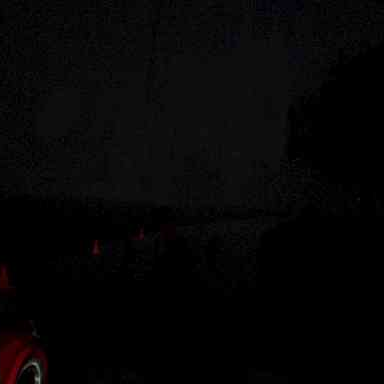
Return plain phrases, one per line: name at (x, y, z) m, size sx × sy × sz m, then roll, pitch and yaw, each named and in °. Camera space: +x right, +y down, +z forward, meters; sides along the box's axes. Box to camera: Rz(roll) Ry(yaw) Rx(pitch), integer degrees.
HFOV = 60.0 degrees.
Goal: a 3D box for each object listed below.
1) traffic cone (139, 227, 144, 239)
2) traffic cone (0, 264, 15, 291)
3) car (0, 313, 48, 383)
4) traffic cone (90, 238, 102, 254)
traffic cone at (-2.743, 2.213, 18.050) m, size 0.340 × 0.580 × 0.340 m, roll 0°, pitch -1°, yaw 13°
traffic cone at (-4.450, 2.011, 7.872) m, size 0.340 × 0.580 × 0.340 m, roll 0°, pitch -1°, yaw 6°
car at (-2.561, 1.564, 1.809) m, size 1.994 × 1.385 × 4.181 m, roll 0°, pitch 0°, yaw 3°
traffic cone at (-3.749, 2.097, 12.987) m, size 0.340 × 0.580 × 0.340 m, roll 0°, pitch -1°, yaw 10°
